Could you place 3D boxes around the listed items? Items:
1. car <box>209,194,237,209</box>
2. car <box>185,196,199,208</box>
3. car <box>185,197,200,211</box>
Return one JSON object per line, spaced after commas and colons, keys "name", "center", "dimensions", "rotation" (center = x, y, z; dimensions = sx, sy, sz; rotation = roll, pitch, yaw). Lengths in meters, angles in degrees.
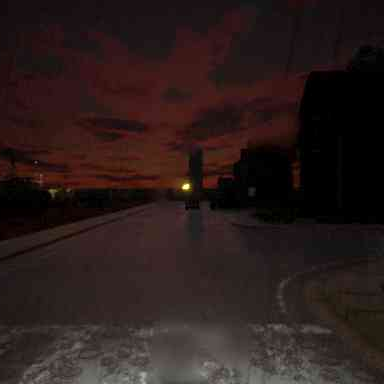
{"name": "car", "center": [4.180, 1.287, 44.399], "dimensions": [1.905, 1.878, 3.866], "rotation": [-8, 3, -42]}
{"name": "car", "center": [0.021, 1.526, 51.827], "dimensions": [2.097, 1.767, 4.553], "rotation": [0, 0, 0]}
{"name": "car", "center": [0.059, 1.636, 42.086], "dimensions": [2.033, 1.411, 5.357], "rotation": [0, -1, 0]}
